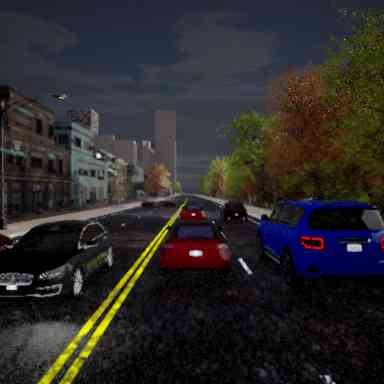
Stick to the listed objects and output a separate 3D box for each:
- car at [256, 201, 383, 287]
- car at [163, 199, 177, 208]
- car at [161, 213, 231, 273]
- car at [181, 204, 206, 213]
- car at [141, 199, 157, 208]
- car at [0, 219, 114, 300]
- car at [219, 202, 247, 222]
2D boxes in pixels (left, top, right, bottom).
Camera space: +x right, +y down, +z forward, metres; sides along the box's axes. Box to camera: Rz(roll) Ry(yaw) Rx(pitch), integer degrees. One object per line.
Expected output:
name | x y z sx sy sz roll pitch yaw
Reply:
car | 3.353 1.248 9.541 2.150 2.045 5.566 0 0 0
car | -3.315 1.739 50.854 1.895 1.301 4.718 0 0 0
car | 0.103 1.594 10.777 1.994 1.385 4.181 0 0 0
car | 0.106 1.637 26.627 1.994 1.385 4.181 0 0 0
car | -6.563 1.739 50.831 1.895 1.301 4.718 0 0 0
car | -3.348 1.529 8.611 1.837 1.490 4.892 0 0 0
car | 3.356 1.553 27.574 1.882 1.535 5.008 0 0 0
